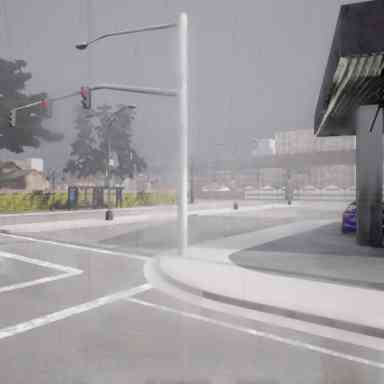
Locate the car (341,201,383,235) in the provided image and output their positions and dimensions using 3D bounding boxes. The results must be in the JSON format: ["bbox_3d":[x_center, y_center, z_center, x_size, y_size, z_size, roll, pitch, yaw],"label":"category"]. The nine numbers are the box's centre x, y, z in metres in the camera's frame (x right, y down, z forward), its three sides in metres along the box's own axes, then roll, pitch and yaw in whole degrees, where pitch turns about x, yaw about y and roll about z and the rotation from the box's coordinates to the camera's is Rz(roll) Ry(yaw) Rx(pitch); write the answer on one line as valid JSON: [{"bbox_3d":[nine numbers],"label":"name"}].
[{"bbox_3d":[9.490,1.295,17.698,2.242,1.667,4.611,0,0,37],"label":"car"}]
